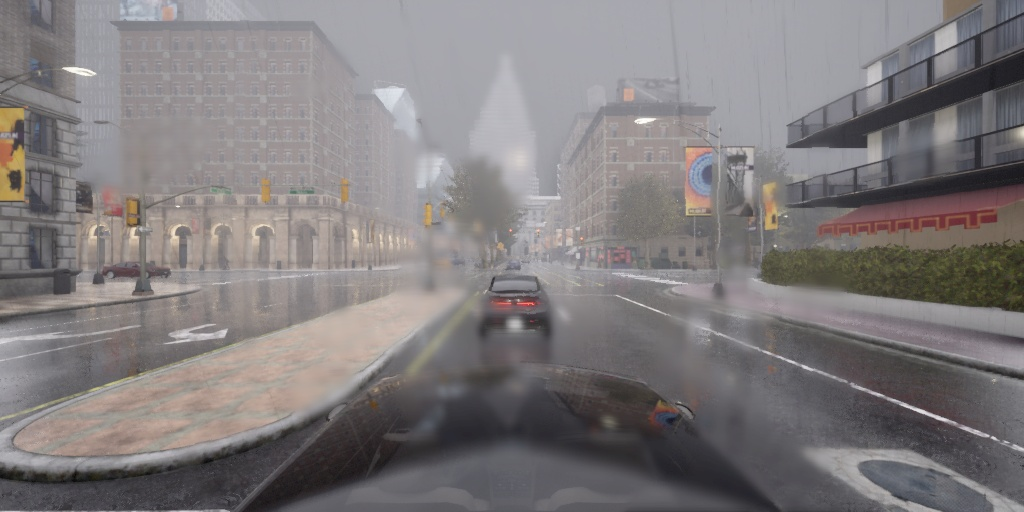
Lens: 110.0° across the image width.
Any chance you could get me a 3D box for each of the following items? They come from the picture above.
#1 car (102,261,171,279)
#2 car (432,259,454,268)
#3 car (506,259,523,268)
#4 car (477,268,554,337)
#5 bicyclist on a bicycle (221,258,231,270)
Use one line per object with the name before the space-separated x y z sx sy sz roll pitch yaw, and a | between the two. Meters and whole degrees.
car | -33.650 1.228 32.251 5.008 1.535 1.882 0 0 0
car | -11.443 1.228 59.624 1.882 1.535 5.008 0 0 0
car | 0.209 1.275 50.946 1.812 1.442 4.674 0 0 3
car | 0.096 1.255 10.292 1.837 1.490 4.892 0 0 0
bicyclist on a bicycle | -37.198 1.050 46.709 0.582 1.620 1.656 0 0 0
